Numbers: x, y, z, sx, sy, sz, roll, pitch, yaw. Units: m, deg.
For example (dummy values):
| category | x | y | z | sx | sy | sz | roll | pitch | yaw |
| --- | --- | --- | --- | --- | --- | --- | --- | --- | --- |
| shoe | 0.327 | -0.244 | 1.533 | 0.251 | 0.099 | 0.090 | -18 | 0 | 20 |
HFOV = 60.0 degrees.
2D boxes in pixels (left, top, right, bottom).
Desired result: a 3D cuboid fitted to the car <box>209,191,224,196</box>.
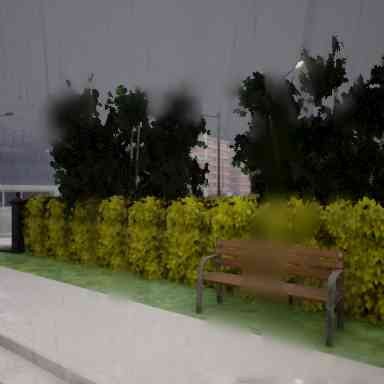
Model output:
| category | x | y | z | sx | sy | sz | roll | pitch | yaw |
| --- | --- | --- | --- | --- | --- | --- | --- | --- | --- |
| car | 5.229 | 0.538 | 72.955 | 2.097 | 1.767 | 4.553 | 0 | 1 | 35 |
